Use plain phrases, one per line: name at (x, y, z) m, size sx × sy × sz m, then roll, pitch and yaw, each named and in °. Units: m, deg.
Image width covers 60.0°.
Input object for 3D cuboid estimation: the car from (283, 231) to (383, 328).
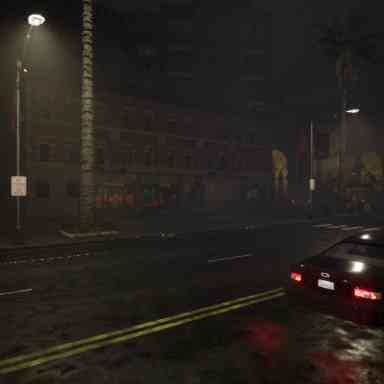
car at (4.212, 1.547, 6.863) m, size 5.357 × 1.411 × 2.033 m, roll 0°, pitch 0°, yaw -36°
